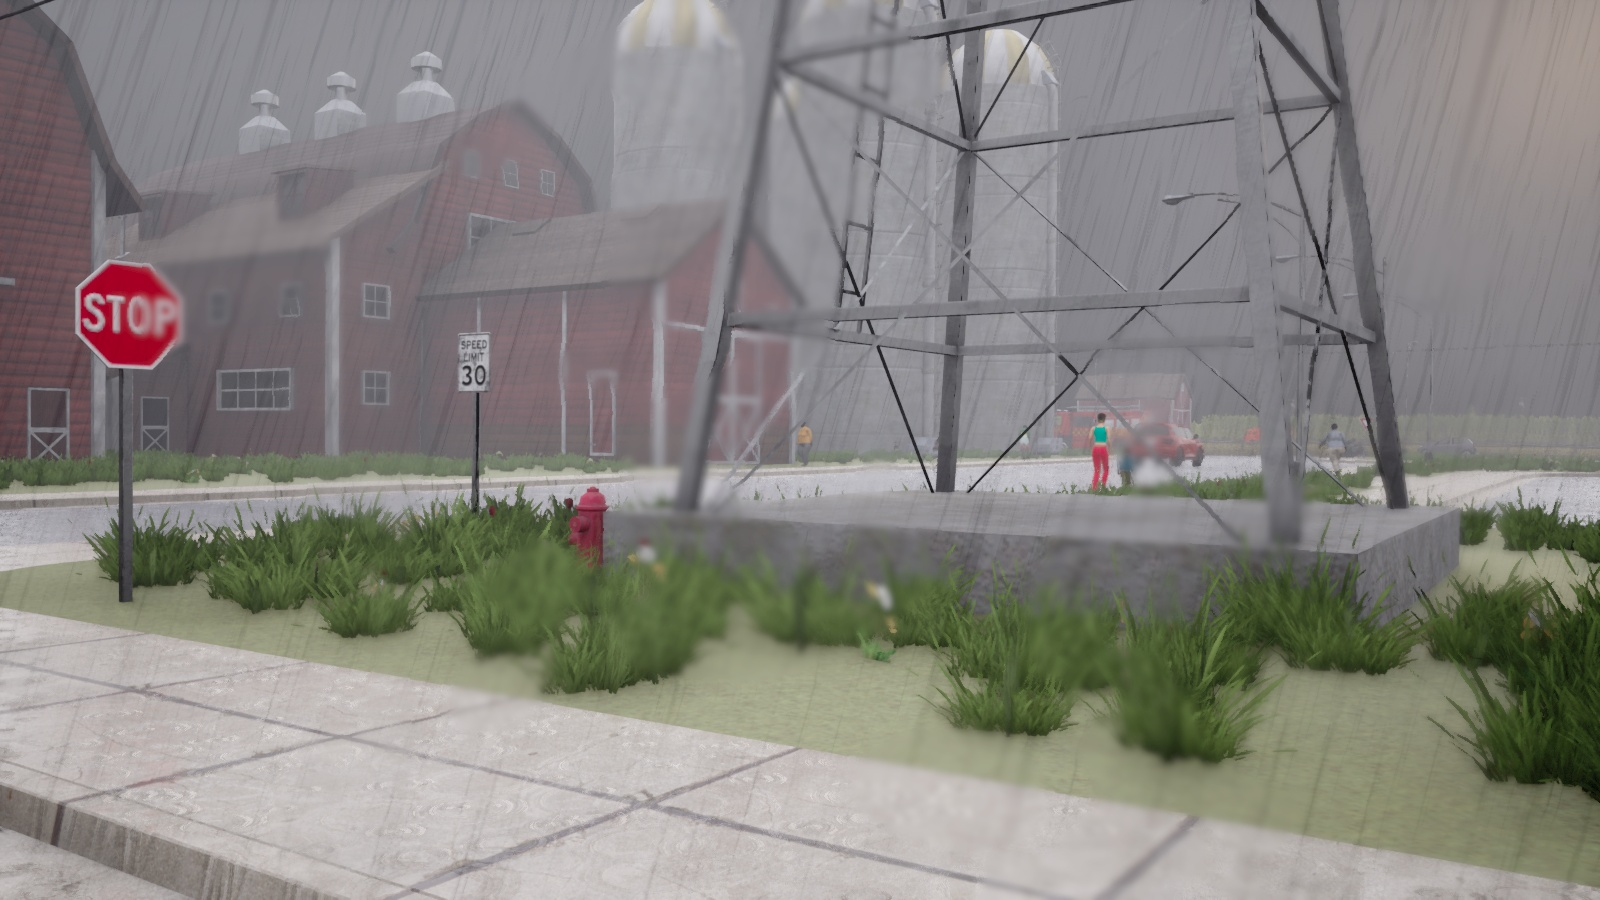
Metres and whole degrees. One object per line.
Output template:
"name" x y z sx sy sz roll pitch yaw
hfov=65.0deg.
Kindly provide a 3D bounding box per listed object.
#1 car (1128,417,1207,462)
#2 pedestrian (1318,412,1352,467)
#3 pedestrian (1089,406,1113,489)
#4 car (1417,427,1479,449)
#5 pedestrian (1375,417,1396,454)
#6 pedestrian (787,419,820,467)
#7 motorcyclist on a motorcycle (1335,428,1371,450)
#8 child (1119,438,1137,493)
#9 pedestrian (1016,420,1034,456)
"car" 17.632 -0.530 60.105 2.150 2.045 5.566 0 1 33
"pedestrian" 18.332 -0.367 43.018 0.874 1.855 0.900 0 1 10
"pedestrian" 6.703 -0.056 27.955 0.345 1.836 0.594 0 1 33
"car" 44.769 -0.844 86.729 3.633 1.501 1.845 0 1 33
"pedestrian" 29.646 -0.750 63.566 0.874 1.855 0.900 0 1 32
"pedestrian" 0.148 -0.280 48.703 0.900 1.855 0.874 -1 1 -42
"motorcyclist on a motorcycle" 38.249 -0.765 86.839 2.191 1.530 0.866 0 1 33
"child" 7.163 0.328 27.408 0.343 1.192 0.448 0 1 18
"pedestrian" 12.027 -0.639 67.083 0.659 1.952 0.873 0 1 32
